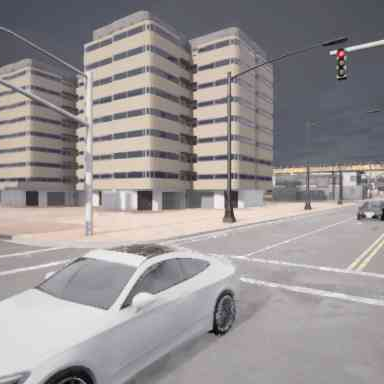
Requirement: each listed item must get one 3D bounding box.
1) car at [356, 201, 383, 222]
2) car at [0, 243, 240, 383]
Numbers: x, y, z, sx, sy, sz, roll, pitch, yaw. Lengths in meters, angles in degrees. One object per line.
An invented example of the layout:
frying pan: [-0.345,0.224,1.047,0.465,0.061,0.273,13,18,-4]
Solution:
car: [14.331,1.496,26.277,2.128,1.511,4.902,0,0,35]
car: [-0.950,1.532,4.677,1.812,1.442,4.674,0,0,35]
